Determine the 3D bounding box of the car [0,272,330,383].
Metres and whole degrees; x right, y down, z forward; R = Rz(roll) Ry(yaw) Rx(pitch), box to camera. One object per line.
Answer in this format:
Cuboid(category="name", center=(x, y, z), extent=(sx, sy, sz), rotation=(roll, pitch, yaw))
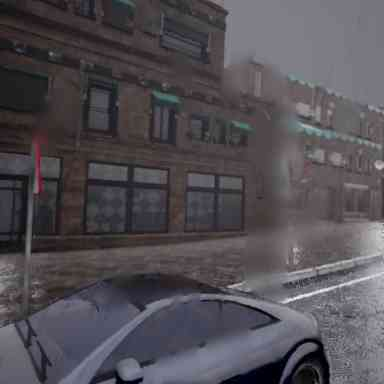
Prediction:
Cuboid(category="car", center=(-0.591, 1.575, 3.135), extent=(4.181, 1.385, 1.994), rotation=(0, 0, -35))
